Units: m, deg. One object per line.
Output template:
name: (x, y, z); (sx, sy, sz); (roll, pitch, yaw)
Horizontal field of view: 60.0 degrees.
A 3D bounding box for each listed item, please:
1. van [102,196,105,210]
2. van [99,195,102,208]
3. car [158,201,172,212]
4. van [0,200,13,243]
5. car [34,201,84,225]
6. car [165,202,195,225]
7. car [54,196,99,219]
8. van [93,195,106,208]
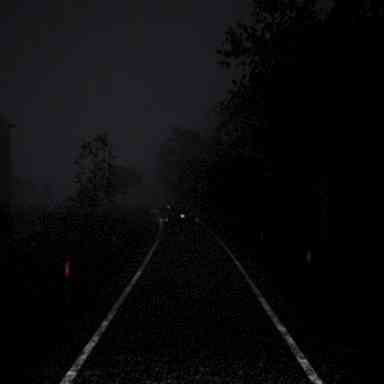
van: (-13.190, 1.485, 46.891); (1.878, 1.987, 4.442); (1, -2, -15)
van: (-11.134, 1.409, 35.896); (1.878, 1.987, 4.442); (1, -2, -10)
car: (-3.189, 1.748, 41.668); (1.994, 1.385, 4.181); (0, 0, -11)
van: (-9.266, 1.285, 13.667); (1.878, 1.987, 4.442); (0, -1, -2)
car: (-9.889, 1.618, 24.902); (2.002, 1.452, 4.674); (1, -1, -5)
car: (-0.857, 1.696, 25.674); (1.994, 1.385, 4.181); (0, 0, -5)
car: (-10.417, 1.356, 30.441); (2.435, 2.045, 5.566); (1, -2, -9)
van: (-14.543, 1.538, 52.305); (1.878, 1.987, 4.442); (1, -2, -16)
